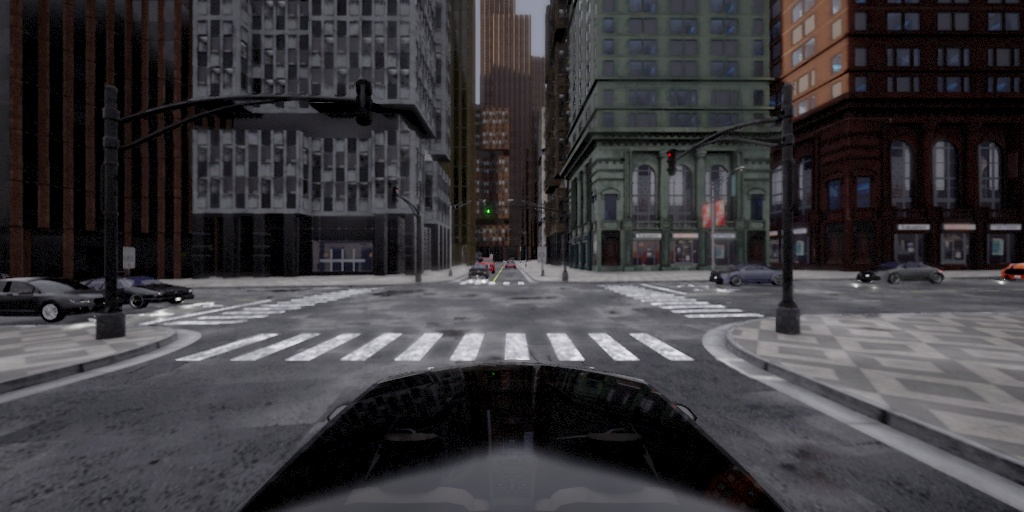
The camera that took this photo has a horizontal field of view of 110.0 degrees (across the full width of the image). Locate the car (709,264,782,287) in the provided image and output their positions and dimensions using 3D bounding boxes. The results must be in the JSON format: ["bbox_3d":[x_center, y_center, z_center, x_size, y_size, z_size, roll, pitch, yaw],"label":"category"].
[{"bbox_3d":[15.206,1.208,23.283,4.181,1.385,1.994,-1,0,0],"label":"car"}]

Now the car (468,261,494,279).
[{"bbox_3d":[-3.212,1.501,35.726,2.033,1.411,5.357,0,0,0],"label":"car"}]

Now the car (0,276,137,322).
[{"bbox_3d":[-17.411,1.568,13.259,4.892,1.490,1.837,-1,0,0],"label":"car"}]

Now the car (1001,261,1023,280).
[{"bbox_3d":[35.097,0.743,23.316,4.553,1.767,2.097,-1,0,0],"label":"car"}]

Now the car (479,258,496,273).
[{"bbox_3d":[-3.300,1.229,46.407,2.150,2.045,5.566,0,0,-1],"label":"car"}]

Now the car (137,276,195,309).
[{"bbox_3d":[-17.852,1.622,16.565,5.357,1.411,2.033,-1,0,5],"label":"car"}]

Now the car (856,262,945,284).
[{"bbox_3d":[25.110,1.081,23.295,4.181,1.385,1.994,-1,0,1],"label":"car"}]
